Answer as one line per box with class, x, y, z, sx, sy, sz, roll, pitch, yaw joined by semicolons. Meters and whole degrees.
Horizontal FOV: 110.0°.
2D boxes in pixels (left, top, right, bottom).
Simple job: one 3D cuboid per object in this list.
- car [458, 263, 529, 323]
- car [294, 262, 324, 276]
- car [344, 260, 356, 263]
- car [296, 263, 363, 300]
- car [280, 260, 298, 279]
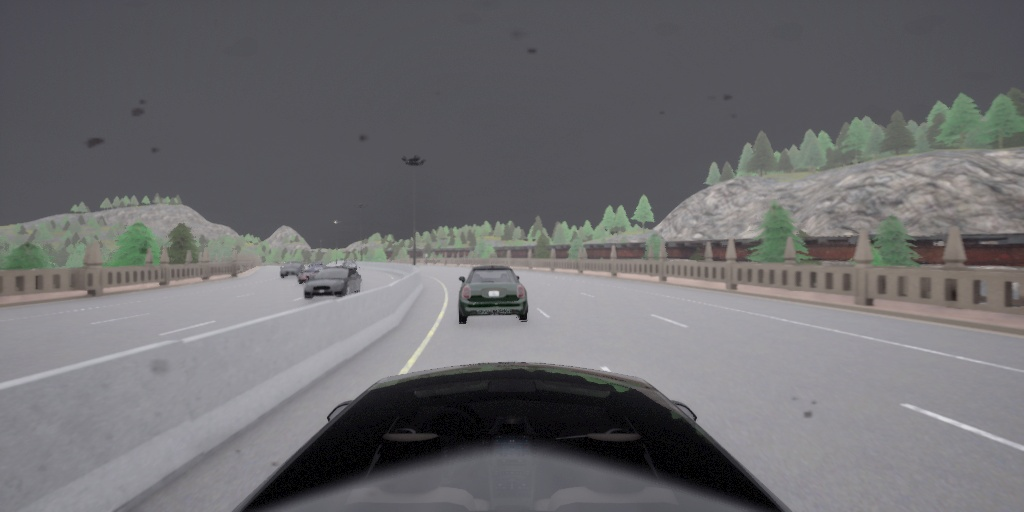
car;-0.761;1.105;12.429;2.097;1.767;4.553;0;0;-7
car;-14.904;1.415;27.558;1.994;1.385;4.181;0;0;-18
car;-25.358;1.432;56.161;2.128;1.511;4.902;-1;0;-33
car;-8.900;1.308;18.232;1.837;1.490;4.892;0;0;-12
car;-21.786;1.420;35.810;1.837;1.490;4.892;0;0;-25
